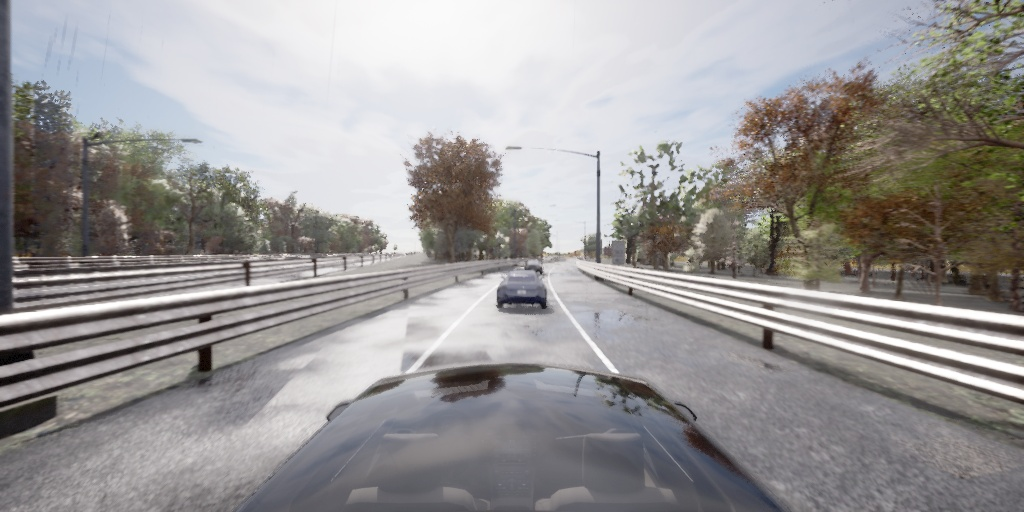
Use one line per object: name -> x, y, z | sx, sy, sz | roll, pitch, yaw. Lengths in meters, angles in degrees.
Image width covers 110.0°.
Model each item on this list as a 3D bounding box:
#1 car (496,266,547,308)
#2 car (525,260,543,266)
car -> 0.436, 1.287, 15.072 | 1.994, 1.385, 4.181 | 0, 0, 2
car -> 2.286, 1.186, 37.916 | 1.812, 1.442, 4.674 | 0, 0, 6
